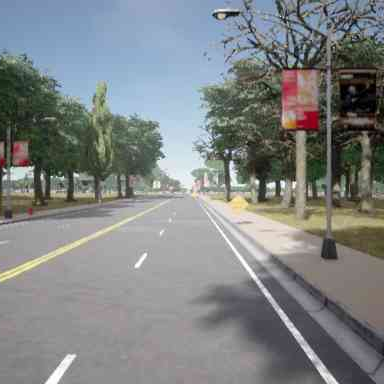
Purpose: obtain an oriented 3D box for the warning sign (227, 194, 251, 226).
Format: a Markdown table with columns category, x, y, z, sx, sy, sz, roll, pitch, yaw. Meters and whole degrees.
| category | x | y | z | sx | sy | sz | roll | pitch | yaw |
| --- | --- | --- | --- | --- | --- | --- | --- | --- | --- |
| warning sign | 2.825 | 1.059 | 20.278 | 1.300 | 1.860 | 1.060 | 0 | 0 | 0 |
